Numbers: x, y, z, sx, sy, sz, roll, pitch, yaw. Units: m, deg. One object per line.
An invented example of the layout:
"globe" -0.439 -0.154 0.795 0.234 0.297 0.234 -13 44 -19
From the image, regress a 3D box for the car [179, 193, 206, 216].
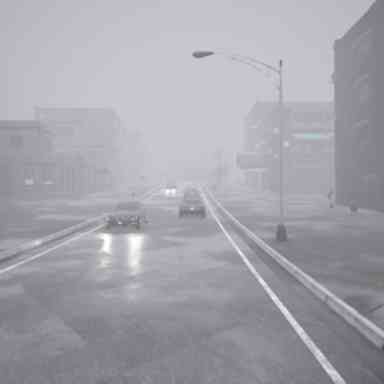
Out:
"car" 0.015 1.052 25.846 1.994 1.385 4.181 0 2 0

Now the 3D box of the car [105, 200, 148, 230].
"car" -3.661 1.244 19.261 1.837 1.490 4.892 0 2 0

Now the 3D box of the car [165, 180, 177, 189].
"car" -3.743 -1.357 60.141 2.128 1.511 4.902 0 4 0

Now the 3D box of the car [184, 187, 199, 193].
"car" -0.046 0.048 42.871 1.994 1.385 4.181 0 4 0
